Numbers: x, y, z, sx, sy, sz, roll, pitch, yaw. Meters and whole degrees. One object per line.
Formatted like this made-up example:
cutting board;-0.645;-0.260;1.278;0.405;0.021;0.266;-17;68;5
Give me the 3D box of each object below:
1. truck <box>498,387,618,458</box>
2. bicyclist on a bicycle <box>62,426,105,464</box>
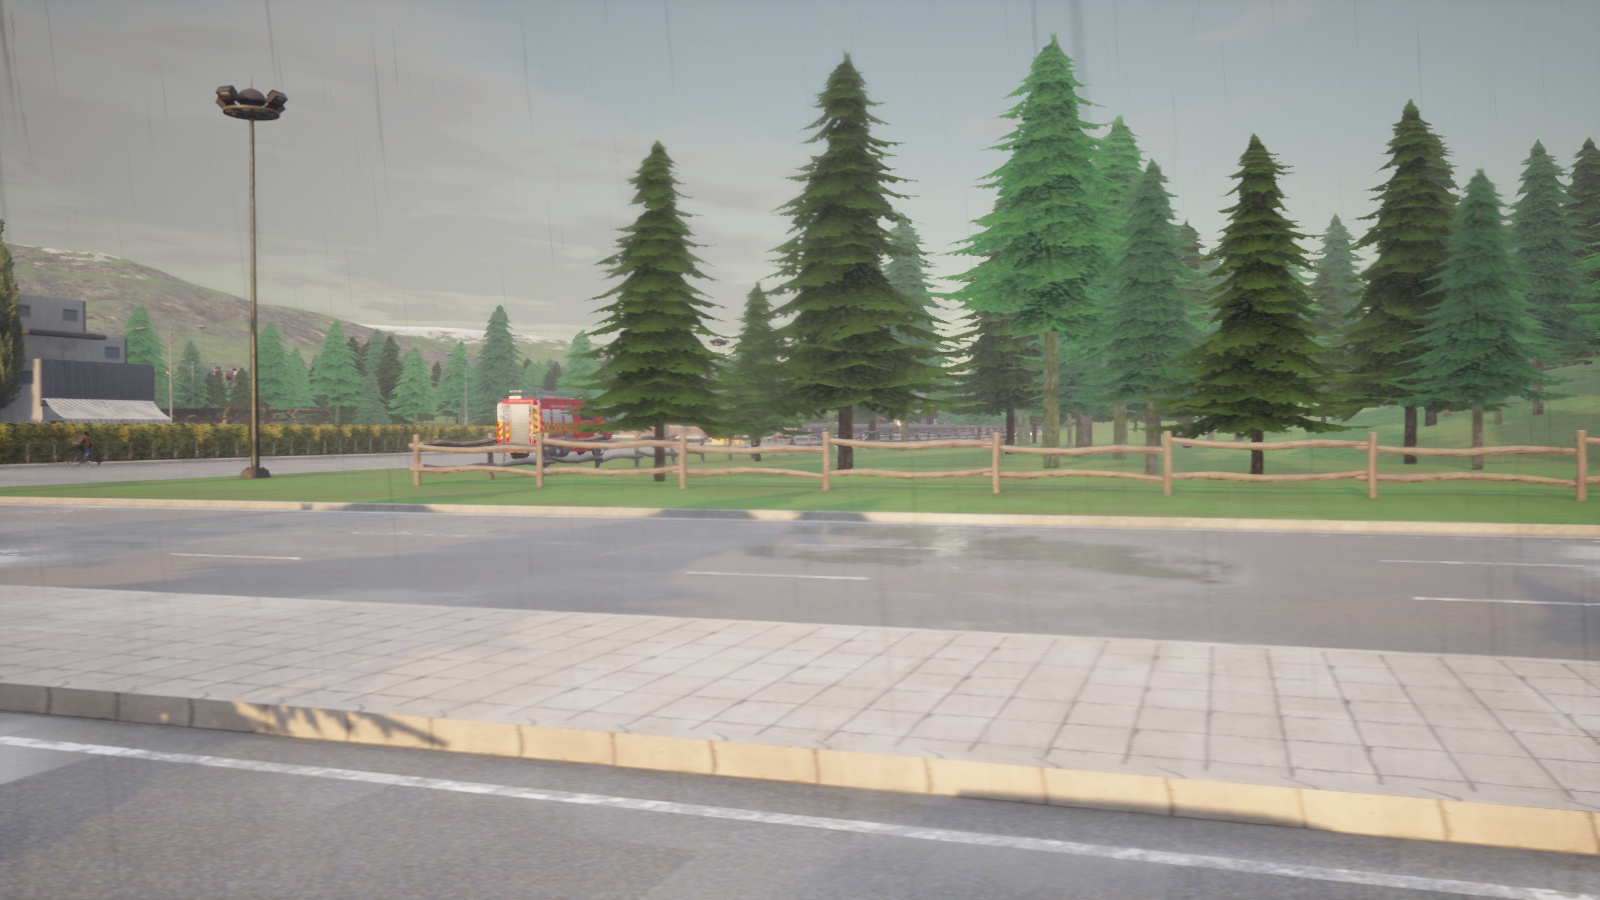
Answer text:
truck;-13.818;-1.553;72.626;2.891;3.827;8.468;1;1;20
bicyclist on a bicycle;-31.271;-0.217;54.854;0.582;1.620;1.656;1;1;20
